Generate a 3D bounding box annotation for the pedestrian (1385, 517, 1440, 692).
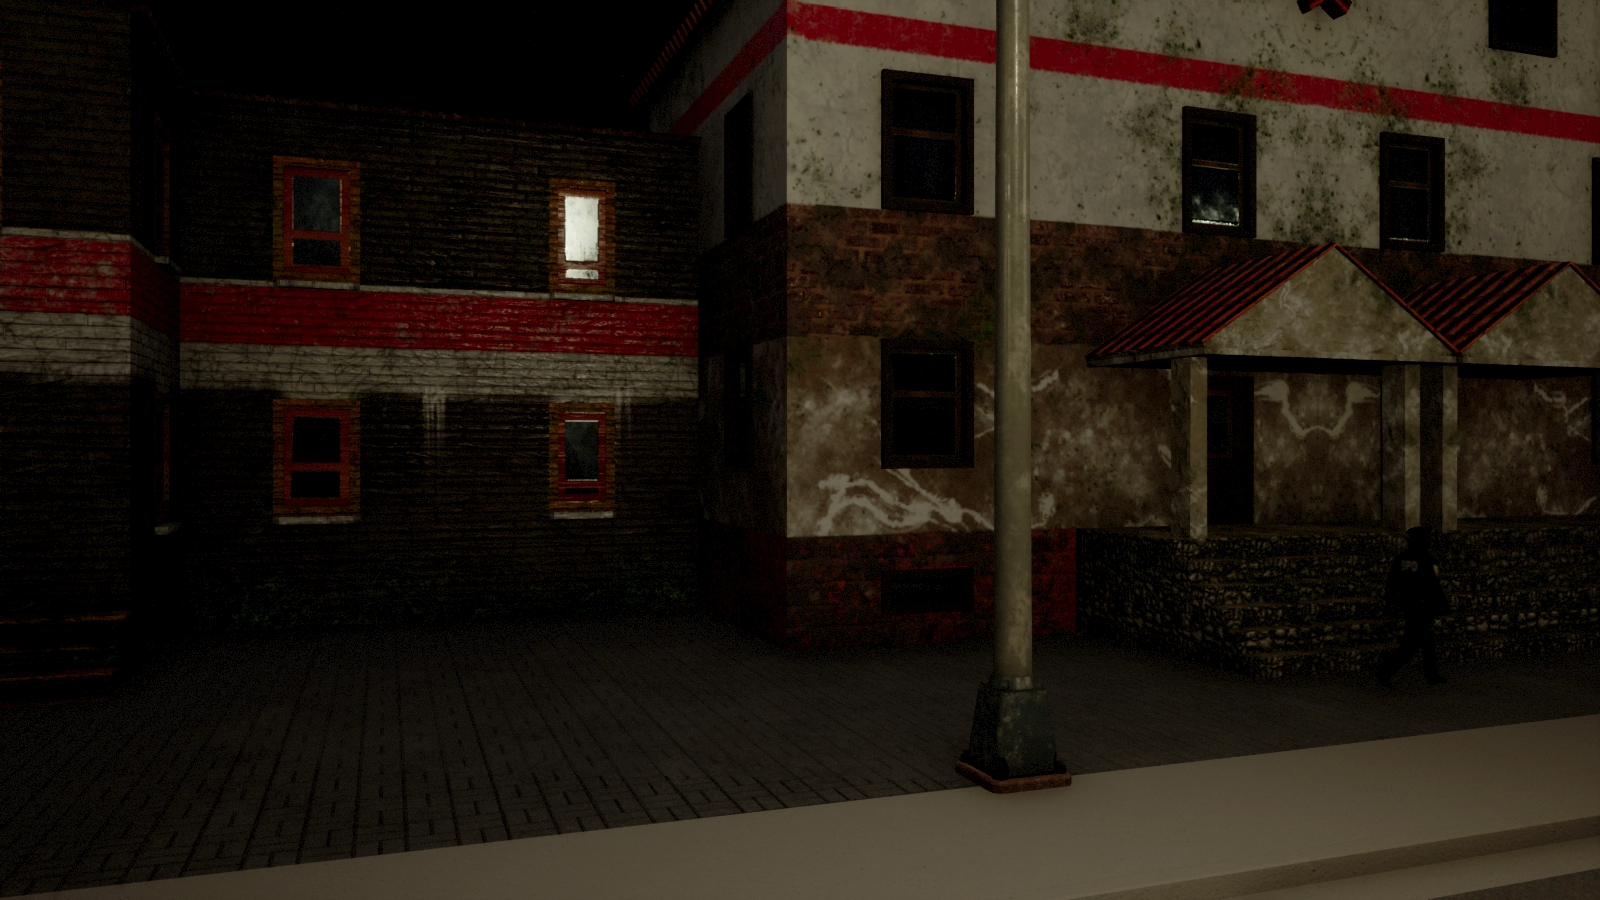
[{"bbox_3d":[6.716,1.678,12.540,0.375,1.860,0.375,0,0,-19],"label":"pedestrian"}]
